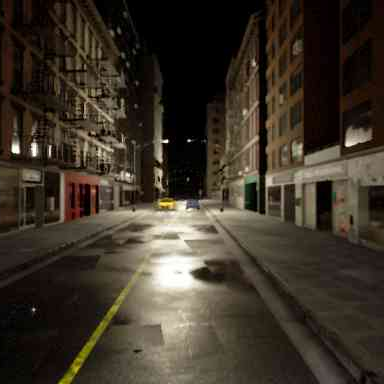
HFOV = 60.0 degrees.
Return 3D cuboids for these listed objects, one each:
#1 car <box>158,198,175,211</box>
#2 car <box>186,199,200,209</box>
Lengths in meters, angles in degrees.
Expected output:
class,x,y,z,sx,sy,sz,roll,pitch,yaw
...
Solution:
class,x,y,z,sx,sy,sz,roll,pitch,yaw
car,-3.085,1.537,41.110,1.882,1.535,5.008,0,0,0
car,0.106,1.616,45.697,2.033,1.411,5.357,0,0,0
